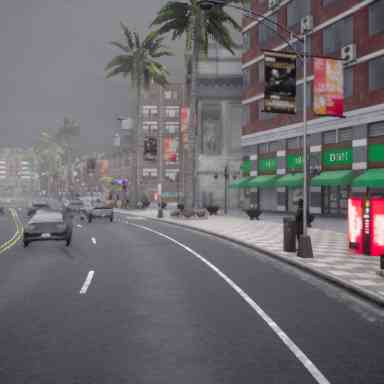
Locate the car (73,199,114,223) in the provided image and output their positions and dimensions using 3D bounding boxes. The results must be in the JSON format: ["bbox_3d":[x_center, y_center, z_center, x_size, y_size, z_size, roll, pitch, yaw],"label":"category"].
[{"bbox_3d":[-7.490,1.492,25.849,2.128,1.511,4.902,0,0,-29],"label":"car"}]

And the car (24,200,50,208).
[{"bbox_3d":[-14.181,1.504,30.636,1.837,1.490,4.892,0,0,-29],"label":"car"}]

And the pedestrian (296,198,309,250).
[{"bbox_3d":[3.830,1.141,11.659,0.375,1.860,0.375,0,0,-13],"label":"pedestrian"}]

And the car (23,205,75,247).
[{"bbox_3d":[-6.447,1.526,15.149,1.812,1.442,4.674,0,0,-19],"label":"car"}]

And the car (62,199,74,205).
[{"bbox_3d":[-12.145,1.492,34.049,2.128,1.511,4.902,0,0,-28],"label":"car"}]

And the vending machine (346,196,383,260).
[{"bbox_3d":[6.073,1.195,11.452,1.100,2.100,0.880,0,0,-12],"label":"vending machine"}]

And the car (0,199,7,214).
[{"bbox_3d":[-20.356,1.511,34.358,1.837,1.490,4.892,0,0,-29],"label":"car"}]
